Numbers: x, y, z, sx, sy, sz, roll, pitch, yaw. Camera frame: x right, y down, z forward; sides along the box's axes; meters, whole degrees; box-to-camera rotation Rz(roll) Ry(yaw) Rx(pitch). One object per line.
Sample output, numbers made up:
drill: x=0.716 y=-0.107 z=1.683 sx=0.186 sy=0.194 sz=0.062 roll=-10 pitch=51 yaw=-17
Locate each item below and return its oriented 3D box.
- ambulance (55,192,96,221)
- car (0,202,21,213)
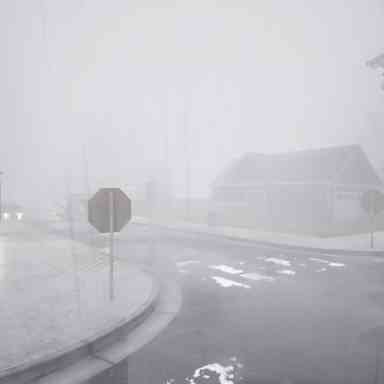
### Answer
ambulance: x=-10.432 y=1.235 z=29.809 sx=2.351 sy=2.431 sz=6.366 roll=0 pitch=0 yaw=-36
car: x=-23.633 y=1.943 z=43.326 sx=1.895 sy=1.301 sz=4.718 roll=0 pitch=0 yaw=-36
